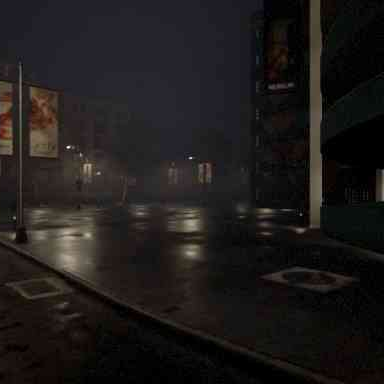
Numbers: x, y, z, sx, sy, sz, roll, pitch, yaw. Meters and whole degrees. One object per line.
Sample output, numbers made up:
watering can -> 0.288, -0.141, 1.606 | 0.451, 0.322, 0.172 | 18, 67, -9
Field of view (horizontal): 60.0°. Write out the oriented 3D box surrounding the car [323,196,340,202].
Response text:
car -> 15.615, 1.320, 39.957 | 4.674, 1.452, 2.002 | 0, 0, -41

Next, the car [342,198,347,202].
car -> 22.171, 1.413, 51.038 | 4.786, 1.482, 2.161 | 0, 0, -41
